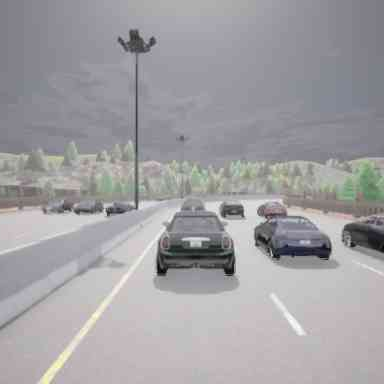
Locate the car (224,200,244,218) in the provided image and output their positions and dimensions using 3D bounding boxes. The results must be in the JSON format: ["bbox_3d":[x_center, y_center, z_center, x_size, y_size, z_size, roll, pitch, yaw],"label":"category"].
[{"bbox_3d":[3.604,1.484,30.710,1.882,1.535,5.008,0,0,0],"label":"car"}]

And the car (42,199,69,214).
[{"bbox_3d":[-13.998,1.499,34.994,2.128,1.511,4.902,0,0,1],"label":"car"}]

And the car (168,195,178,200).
[{"bbox_3d":[-3.076,1.605,74.674,1.895,1.301,4.718,0,0,19],"label":"car"}]

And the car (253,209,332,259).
[{"bbox_3d":[3.601,1.568,12.577,1.994,1.385,4.181,0,0,0],"label":"car"}]

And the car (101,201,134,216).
[{"bbox_3d":[-7.060,1.608,32.649,1.895,1.301,4.718,0,0,1],"label":"car"}]

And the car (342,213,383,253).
[{"bbox_3d":[7.101,1.495,11.804,2.128,1.511,4.902,0,0,0],"label":"car"}]

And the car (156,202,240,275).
[{"bbox_3d":[0.101,1.356,10.658,2.097,1.767,4.553,0,0,0],"label":"car"}]

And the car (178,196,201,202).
[{"bbox_3d":[0.101,1.358,28.598,2.097,1.767,4.553,0,0,0],"label":"car"}]

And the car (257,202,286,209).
[{"bbox_3d":[7.102,1.570,29.832,1.994,1.385,4.181,0,0,0],"label":"car"}]

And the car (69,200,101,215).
[{"bbox_3d":[-10.549,1.555,34.543,2.033,1.411,5.357,0,0,1],"label":"car"}]

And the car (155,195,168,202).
[{"bbox_3d":[-6.562,1.373,75.349,2.097,1.767,4.553,0,0,19],"label":"car"}]

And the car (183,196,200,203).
[{"bbox_3d":[-0.152,1.548,72.527,2.033,1.411,5.357,0,0,19],"label":"car"}]
